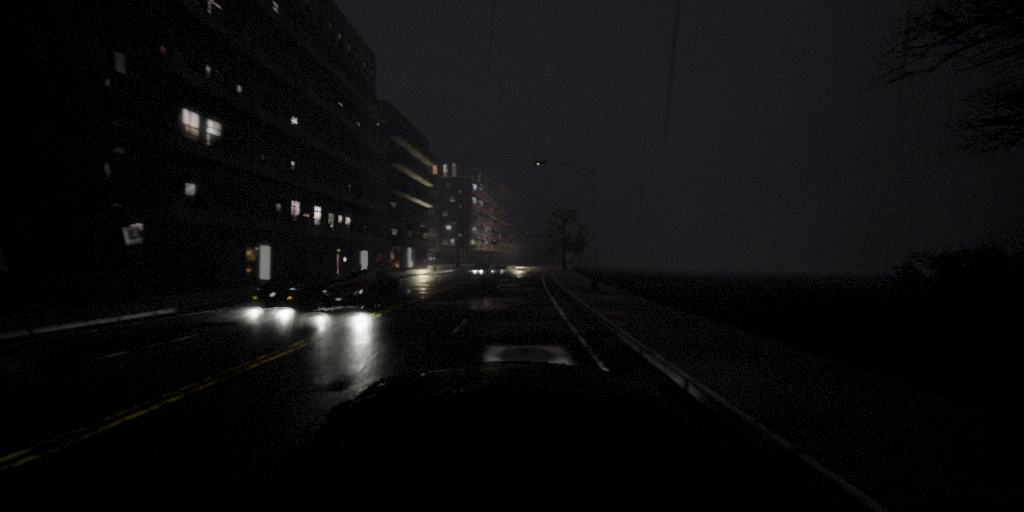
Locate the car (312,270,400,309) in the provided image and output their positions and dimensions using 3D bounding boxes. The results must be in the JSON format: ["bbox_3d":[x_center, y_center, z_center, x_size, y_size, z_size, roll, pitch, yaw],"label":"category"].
[{"bbox_3d":[-6.326,1.333,15.560,1.812,1.442,4.674,0,0,2],"label":"car"}]

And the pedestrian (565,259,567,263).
[{"bbox_3d":[9.182,1.189,61.438,0.375,1.860,0.375,0,-1,8],"label":"pedestrian"}]

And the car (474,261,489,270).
[{"bbox_3d":[-5.312,1.669,62.585,2.128,1.511,4.902,0,-1,8],"label":"car"}]

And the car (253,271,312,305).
[{"bbox_3d":[-9.554,1.373,16.380,1.994,1.385,4.181,0,0,2],"label":"car"}]

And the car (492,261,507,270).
[{"bbox_3d":[-2.096,1.656,62.119,1.882,1.535,5.008,0,-1,8],"label":"car"}]

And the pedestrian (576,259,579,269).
[{"bbox_3d":[11.076,1.324,60.559,0.375,1.860,0.375,0,-1,8],"label":"pedestrian"}]
